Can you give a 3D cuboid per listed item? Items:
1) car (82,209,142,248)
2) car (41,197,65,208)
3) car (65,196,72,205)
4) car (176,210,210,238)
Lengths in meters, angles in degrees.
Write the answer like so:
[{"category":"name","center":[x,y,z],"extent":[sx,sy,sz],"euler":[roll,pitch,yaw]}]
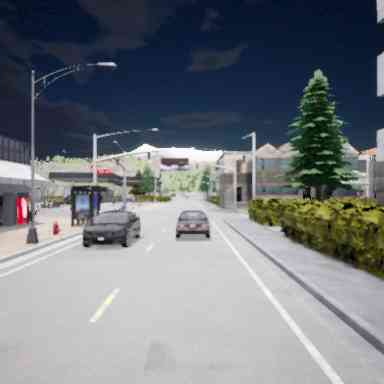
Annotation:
[{"category":"car","center":[-3.587,1.602,15.667],"extent":[1.882,1.535,5.008],"euler":[0,-1,0]},{"category":"car","center":[-22.720,1.854,53.727],"extent":[1.970,1.475,3.806],"euler":[0,0,0]},{"category":"car","center":[-26.095,1.853,70.768],"extent":[1.932,1.855,4.605],"euler":[0,0,0]},{"category":"car","center":[0.049,1.693,18.657],"extent":[2.033,1.411,5.357],"euler":[0,0,0]}]
